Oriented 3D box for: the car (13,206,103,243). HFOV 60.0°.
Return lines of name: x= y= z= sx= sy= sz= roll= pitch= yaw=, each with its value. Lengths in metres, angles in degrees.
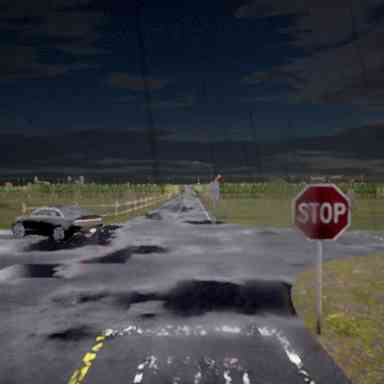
car: x=-6.344 y=1.405 z=15.516 sx=4.902 sy=1.511 sz=2.128 roll=0 pitch=0 yaw=31
